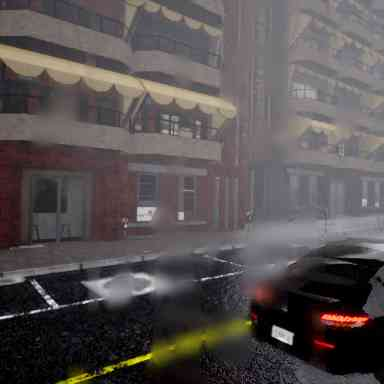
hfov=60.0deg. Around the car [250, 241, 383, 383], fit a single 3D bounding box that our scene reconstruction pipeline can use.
[{"bbox_3d":[2.941,1.529,5.256,4.674,1.442,1.812,0,0,-35],"label":"car"}]
